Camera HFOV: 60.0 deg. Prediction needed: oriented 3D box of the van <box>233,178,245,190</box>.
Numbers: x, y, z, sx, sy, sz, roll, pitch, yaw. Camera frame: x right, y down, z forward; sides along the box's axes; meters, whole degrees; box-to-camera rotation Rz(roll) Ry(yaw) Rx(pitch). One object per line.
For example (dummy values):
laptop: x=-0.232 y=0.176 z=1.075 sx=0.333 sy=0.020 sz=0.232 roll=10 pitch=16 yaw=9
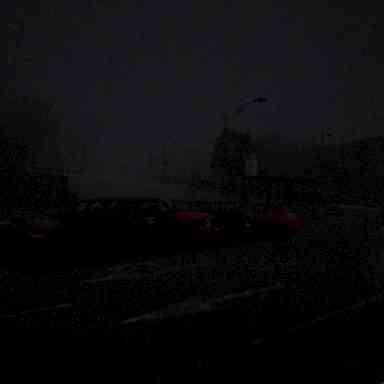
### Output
van: x=9.798 y=-1.304 z=59.763 sx=1.878 sy=1.987 sz=4.442 roll=7 pitch=3 yaw=35

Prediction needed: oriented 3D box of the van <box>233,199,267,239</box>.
van: x=1.293 y=1.334 z=17.263 sx=4.442 sy=1.987 sz=1.878 roll=-1 pitch=-1 yaw=35

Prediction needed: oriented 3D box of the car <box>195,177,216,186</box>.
car: x=2.891 y=-2.130 z=69.727 sx=2.002 sy=1.452 sz=4.674 roll=7 pitch=3 yaw=35

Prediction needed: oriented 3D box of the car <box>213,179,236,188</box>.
car: x=6.479 y=-1.624 z=64.955 sx=1.946 sy=1.575 sz=5.366 roll=7 pitch=3 yaw=35

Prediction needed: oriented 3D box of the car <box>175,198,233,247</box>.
car: x=-1.239 y=1.290 z=15.585 sx=5.566 sy=2.045 sz=2.435 roll=-1 pitch=-1 yaw=35

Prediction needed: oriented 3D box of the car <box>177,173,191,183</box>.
car: x=-2.237 y=-2.989 z=77.222 sx=1.946 sy=1.575 sz=5.366 roll=7 pitch=3 yaw=34

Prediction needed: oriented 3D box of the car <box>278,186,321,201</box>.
car: x=12.803 y=0.320 z=40.379 sx=1.895 sy=1.301 sz=4.718 roll=2 pitch=4 yaw=-36

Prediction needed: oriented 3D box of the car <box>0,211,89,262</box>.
car: x=-6.169 y=1.543 z=12.105 sx=4.674 sy=1.452 sz=2.002 roll=-1 pitch=-1 yaw=35

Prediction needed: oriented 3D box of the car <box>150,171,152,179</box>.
car: x=-7.632 y=-3.900 z=84.402 sx=2.185 sy=1.767 sz=4.553 roll=4 pitch=1 yaw=33

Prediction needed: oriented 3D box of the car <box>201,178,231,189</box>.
car: x=3.419 y=-1.252 z=53.433 sx=2.128 sy=1.511 sz=4.902 roll=2 pitch=4 yaw=-36

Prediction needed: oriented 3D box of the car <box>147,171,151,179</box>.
car: x=-9.411 y=-4.177 z=86.744 sx=2.435 sy=2.045 sz=5.566 roll=1 pitch=-2 yaw=34

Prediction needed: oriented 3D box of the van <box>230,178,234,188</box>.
van: x=8.062 y=-1.577 z=62.229 sx=1.878 sy=1.987 sz=4.442 roll=7 pitch=3 yaw=35

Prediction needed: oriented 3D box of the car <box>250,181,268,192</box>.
car: x=11.564 y=-0.805 z=57.406 sx=2.231 sy=1.521 sz=4.892 roll=7 pitch=3 yaw=35

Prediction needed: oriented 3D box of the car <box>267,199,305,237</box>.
car: x=3.696 y=1.455 z=19.021 sx=4.553 sy=1.767 sz=2.185 roll=-1 pitch=-1 yaw=35

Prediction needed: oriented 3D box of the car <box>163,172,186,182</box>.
car: x=-4.093 y=-3.513 z=79.477 sx=2.435 sy=2.045 sz=5.566 roll=7 pitch=3 yaw=34

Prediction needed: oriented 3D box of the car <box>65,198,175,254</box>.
car: x=-3.747 y=1.271 z=13.871 sx=5.566 sy=2.045 sz=2.435 roll=-1 pitch=-1 yaw=35

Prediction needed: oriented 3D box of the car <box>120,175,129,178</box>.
car: x=-18.794 y=-3.977 z=91.724 sx=1.895 sy=1.301 sz=4.718 roll=2 pitch=-3 yaw=-21

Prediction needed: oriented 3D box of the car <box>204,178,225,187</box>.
car: x=4.640 y=-1.856 z=67.270 sx=2.002 sy=1.452 sz=4.674 roll=7 pitch=3 yaw=35

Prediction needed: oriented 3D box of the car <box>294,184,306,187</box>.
car: x=16.798 y=-0.238 z=50.036 sx=2.435 sy=2.045 sz=5.566 roll=7 pitch=3 yaw=35

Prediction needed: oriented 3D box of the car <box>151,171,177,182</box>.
car: x=-5.600 y=-3.063 z=66.136 sx=1.882 sy=1.535 sz=5.008 roll=2 pitch=4 yaw=-36

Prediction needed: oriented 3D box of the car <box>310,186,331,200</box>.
car: x=18.495 y=0.324 z=47.568 sx=2.002 sy=1.452 sz=4.674 roll=7 pitch=3 yaw=35
